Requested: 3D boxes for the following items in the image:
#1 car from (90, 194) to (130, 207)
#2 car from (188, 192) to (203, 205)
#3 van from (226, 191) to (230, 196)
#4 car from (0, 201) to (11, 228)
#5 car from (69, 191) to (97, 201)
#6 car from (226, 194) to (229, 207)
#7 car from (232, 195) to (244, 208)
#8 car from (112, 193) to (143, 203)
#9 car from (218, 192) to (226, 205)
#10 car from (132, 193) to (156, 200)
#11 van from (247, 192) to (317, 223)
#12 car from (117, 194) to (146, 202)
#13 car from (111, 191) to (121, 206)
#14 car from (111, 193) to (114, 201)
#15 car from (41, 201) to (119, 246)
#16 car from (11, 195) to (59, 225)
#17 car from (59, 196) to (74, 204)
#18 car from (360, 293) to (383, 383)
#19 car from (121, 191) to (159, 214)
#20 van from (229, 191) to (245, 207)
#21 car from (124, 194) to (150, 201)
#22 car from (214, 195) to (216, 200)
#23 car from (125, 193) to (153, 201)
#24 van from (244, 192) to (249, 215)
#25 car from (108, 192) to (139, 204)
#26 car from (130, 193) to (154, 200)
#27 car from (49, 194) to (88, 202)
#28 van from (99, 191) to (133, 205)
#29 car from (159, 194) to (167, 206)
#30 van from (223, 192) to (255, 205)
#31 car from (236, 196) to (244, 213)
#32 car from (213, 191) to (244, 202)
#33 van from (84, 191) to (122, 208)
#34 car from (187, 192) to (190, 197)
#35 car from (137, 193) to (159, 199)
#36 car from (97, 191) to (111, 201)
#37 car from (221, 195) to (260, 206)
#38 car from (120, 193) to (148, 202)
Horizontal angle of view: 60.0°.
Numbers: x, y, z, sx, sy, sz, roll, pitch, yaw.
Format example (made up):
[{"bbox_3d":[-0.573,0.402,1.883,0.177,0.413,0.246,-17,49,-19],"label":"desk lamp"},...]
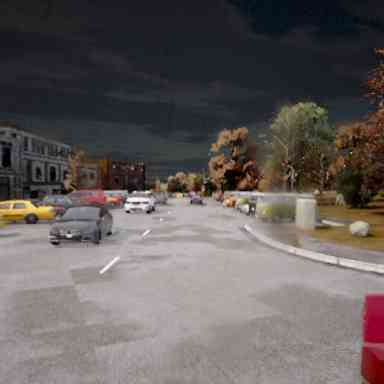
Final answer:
[{"bbox_3d":[-10.948,1.072,44.286,5.008,1.535,2.097,0,1,-19],"label":"car"},{"bbox_3d":[0.643,1.179,51.708,1.812,1.442,4.674,0,0,1],"label":"car"},{"bbox_3d":[6.939,1.015,41.142,4.442,1.987,1.878,1,0,-19],"label":"van"},{"bbox_3d":[-11.454,1.269,14.897,5.366,1.575,1.946,0,1,-19],"label":"car"},{"bbox_3d":[-11.150,1.030,29.617,4.553,1.767,2.185,0,0,-19],"label":"car"},{"bbox_3d":[6.788,1.293,38.161,4.674,1.452,2.002,1,0,-19],"label":"car"},{"bbox_3d":[6.729,1.330,32.268,4.674,1.452,2.002,1,1,-19],"label":"car"},{"bbox_3d":[-10.831,1.028,56.020,4.892,1.521,2.231,0,0,-19],"label":"car"},{"bbox_3d":[6.683,1.217,43.982,5.366,1.575,1.946,1,1,-19],"label":"car"},{"bbox_3d":[-10.638,0.975,73.623,4.892,1.521,2.231,0,0,-19],"label":"car"},{"bbox_3d":[6.525,1.126,23.393,4.442,1.987,1.878,1,1,-19],"label":"van"},{"bbox_3d":[-10.765,1.047,58.966,4.792,1.488,2.163,0,0,-19],"label":"car"},{"bbox_3d":[-10.990,0.975,38.426,4.553,1.767,2.185,0,1,-19],"label":"car"},{"bbox_3d":[-11.054,1.159,35.490,4.674,1.452,2.002,0,0,-19],"label":"car"},{"bbox_3d":[-4.637,1.350,14.543,1.837,1.490,4.892,0,0,-4],"label":"car"},{"bbox_3d":[-11.388,1.221,20.758,5.366,1.575,1.946,0,1,-19],"label":"car"},{"bbox_3d":[-11.148,1.229,23.761,4.792,1.488,2.163,0,0,-19],"label":"car"},{"bbox_3d":[4.101,1.501,2.886,4.718,1.301,1.895,-4,-1,28],"label":"car"},{"bbox_3d":[-4.777,0.936,31.357,2.150,2.045,5.566,0,0,1],"label":"car"},{"bbox_3d":[6.657,1.044,35.168,4.442,1.987,1.878,1,1,-19],"label":"van"},{"bbox_3d":[-10.730,1.040,64.822,4.674,1.452,2.002,0,0,-19],"label":"car"},{"bbox_3d":[7.078,1.190,61.723,4.792,1.488,2.163,1,0,-19],"label":"car"},{"bbox_3d":[-10.868,0.989,67.689,5.366,1.575,1.946,0,0,-19],"label":"car"},{"bbox_3d":[6.775,1.108,26.423,4.442,1.987,1.878,1,0,-19],"label":"van"},{"bbox_3d":[-10.889,0.911,53.080,4.553,1.767,2.185,0,0,-19],"label":"car"},{"bbox_3d":[-10.666,1.023,70.690,4.674,1.452,2.002,0,0,-19],"label":"car"},{"bbox_3d":[-11.141,1.179,26.687,4.892,1.521,2.231,0,1,-19],"label":"car"},{"bbox_3d":[-10.815,0.832,47.262,4.442,1.987,1.878,0,0,-19],"label":"van"},{"bbox_3d":[-4.575,1.132,47.288,1.837,1.490,4.892,0,0,1],"label":"car"},{"bbox_3d":[7.033,0.976,49.977,4.442,1.987,1.878,1,0,-19],"label":"van"},{"bbox_3d":[6.699,1.349,29.323,4.674,1.452,2.002,1,1,-19],"label":"car"},{"bbox_3d":[7.065,0.900,64.640,5.566,2.045,2.435,1,0,-19],"label":"car"},{"bbox_3d":[-11.096,0.861,41.309,4.442,1.987,1.878,0,1,-19],"label":"van"},{"bbox_3d":[0.658,1.111,61.980,2.128,1.511,4.902,0,0,1],"label":"car"},{"bbox_3d":[-10.564,0.957,79.486,4.892,1.521,2.231,0,0,-19],"label":"car"},{"bbox_3d":[-11.111,0.886,32.539,5.566,2.045,2.435,0,1,-19],"label":"car"},{"bbox_3d":[6.882,1.211,46.990,4.892,1.521,2.231,1,0,-19],"label":"car"},{"bbox_3d":[-10.771,1.010,61.892,4.892,1.521,2.231,0,0,-19],"label":"car"}]
